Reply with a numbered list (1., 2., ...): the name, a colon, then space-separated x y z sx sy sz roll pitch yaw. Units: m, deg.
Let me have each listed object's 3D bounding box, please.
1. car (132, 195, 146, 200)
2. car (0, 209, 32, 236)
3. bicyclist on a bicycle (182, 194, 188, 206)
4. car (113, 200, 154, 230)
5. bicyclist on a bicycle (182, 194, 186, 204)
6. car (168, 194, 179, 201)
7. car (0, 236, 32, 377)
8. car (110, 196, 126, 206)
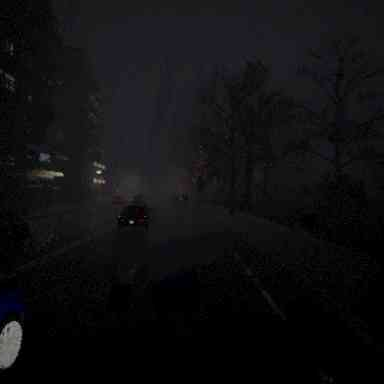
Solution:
1. car: -8.456 1.243 53.030 2.097 1.767 4.553 0 0 -4
2. car: -6.669 1.334 9.827 2.097 1.767 4.553 0 0 -1
3. bicyclist on a bicycle: -0.825 1.262 50.971 0.659 1.776 1.843 0 0 -4
4. car: -3.422 1.486 20.813 1.812 1.442 4.674 0 0 -1
5. bicyclist on a bicycle: -1.517 1.239 60.021 0.659 1.776 1.843 0 0 -5
6. car: -4.090 1.326 77.583 1.837 1.490 4.892 0 0 -6
7. car: -3.160 1.473 2.491 1.882 1.535 5.008 0 0 0
8. car: -11.714 1.371 52.954 1.882 1.535 5.008 0 0 -4
